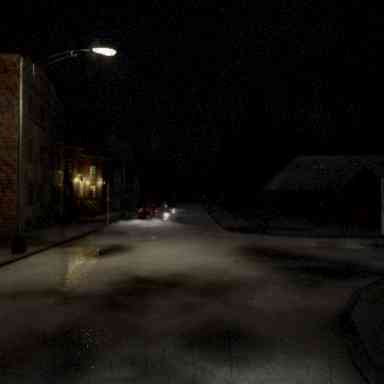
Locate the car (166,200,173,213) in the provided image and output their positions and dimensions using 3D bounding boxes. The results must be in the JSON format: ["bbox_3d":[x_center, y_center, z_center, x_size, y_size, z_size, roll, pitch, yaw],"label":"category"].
[{"bbox_3d":[-4.071,1.842,43.841,2.097,1.767,4.553,0,-1,0],"label":"car"}]

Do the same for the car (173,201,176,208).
[{"bbox_3d":[-3.944,2.316,62.188,1.895,1.301,4.718,0,-1,0],"label":"car"}]

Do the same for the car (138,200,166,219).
[{"bbox_3d":[-4.082,1.725,33.350,2.097,1.767,4.553,0,-1,0],"label":"car"}]
